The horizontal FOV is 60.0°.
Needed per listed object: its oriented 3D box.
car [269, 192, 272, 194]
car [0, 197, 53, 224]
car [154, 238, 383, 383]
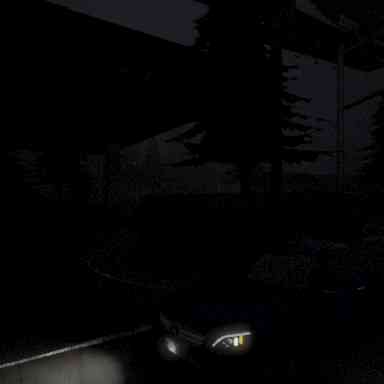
[{"bbox_3d":[6.204,1.050,28.677,2.150,2.045,5.566,0,1,-34],"label":"car"},{"bbox_3d":[-11.997,1.313,23.462,3.866,1.878,1.905,0,0,-36],"label":"car"},{"bbox_3d":[1.655,1.526,5.231,4.674,1.442,1.812,0,0,-36],"label":"car"}]
